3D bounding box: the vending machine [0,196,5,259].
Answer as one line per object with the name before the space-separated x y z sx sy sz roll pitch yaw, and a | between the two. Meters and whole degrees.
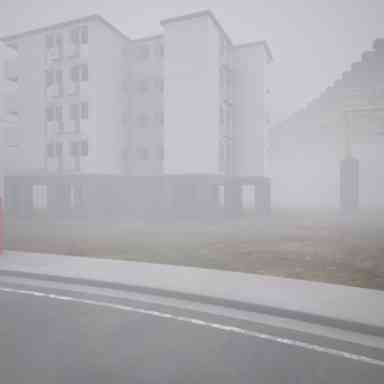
vending machine | -6.995 1.195 10.984 0.880 2.100 1.100 0 0 21
